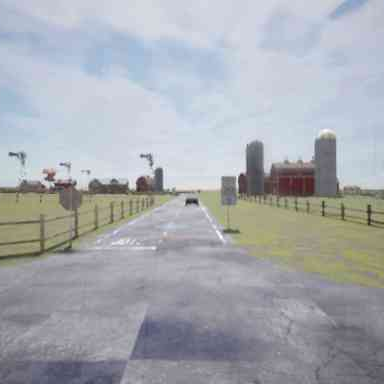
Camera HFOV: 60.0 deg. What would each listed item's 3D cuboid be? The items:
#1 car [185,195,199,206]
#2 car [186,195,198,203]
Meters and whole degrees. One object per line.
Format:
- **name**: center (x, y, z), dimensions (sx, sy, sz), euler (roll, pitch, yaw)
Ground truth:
- **car**: center (-0.012, 1.184, 48.585), dimensions (1.882, 1.535, 5.008), euler (0, 0, 0)
- **car**: center (-0.014, 1.211, 59.007), dimensions (1.994, 1.385, 4.181), euler (0, 0, 0)
